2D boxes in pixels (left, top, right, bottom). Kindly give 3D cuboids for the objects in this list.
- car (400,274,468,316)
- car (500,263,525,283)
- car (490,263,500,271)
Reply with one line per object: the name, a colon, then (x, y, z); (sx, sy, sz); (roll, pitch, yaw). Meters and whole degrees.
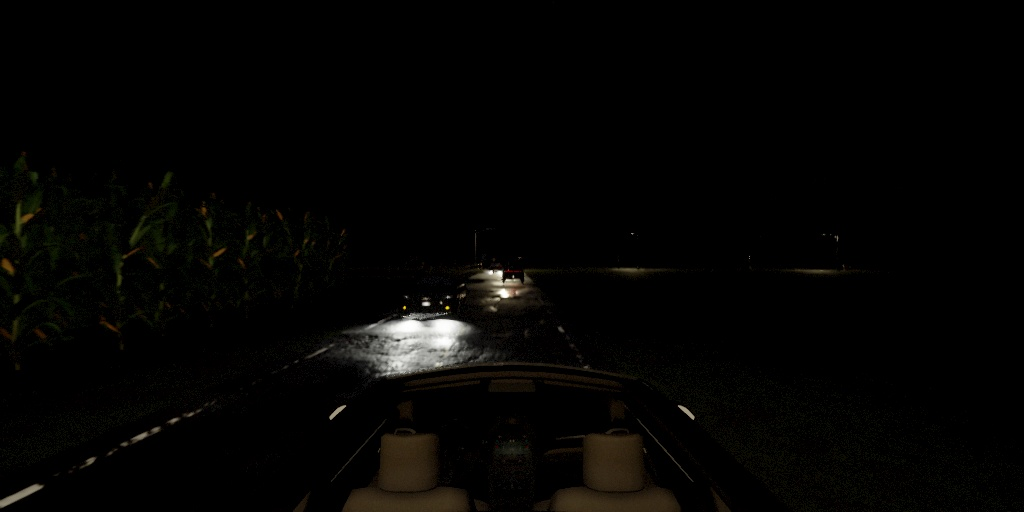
car: (-2.846, 1.414, 13.844); (1.994, 1.385, 4.181); (0, 0, 0)
car: (0.098, 1.506, 31.595); (1.837, 1.490, 4.892); (0, -2, 0)
car: (-2.770, 1.895, 61.151); (1.895, 1.301, 4.718); (0, -1, 0)
